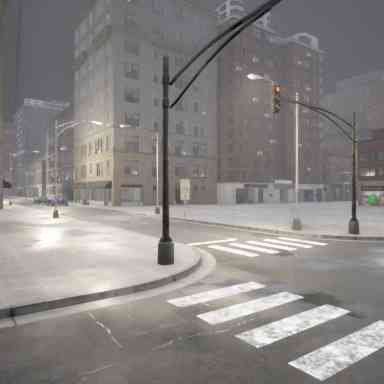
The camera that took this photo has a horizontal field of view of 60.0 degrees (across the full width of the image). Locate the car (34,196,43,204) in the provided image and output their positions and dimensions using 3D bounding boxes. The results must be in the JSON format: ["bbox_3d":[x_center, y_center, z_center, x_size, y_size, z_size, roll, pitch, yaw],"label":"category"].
[{"bbox_3d":[-25.409,1.288,56.331,1.994,1.385,4.181,0,0,-36],"label":"car"}]

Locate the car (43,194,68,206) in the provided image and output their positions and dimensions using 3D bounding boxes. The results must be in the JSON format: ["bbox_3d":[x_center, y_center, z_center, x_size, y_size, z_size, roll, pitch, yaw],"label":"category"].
[{"bbox_3d":[-19.612,1.119,48.219,2.097,1.767,4.553,0,0,-36],"label":"car"}]
